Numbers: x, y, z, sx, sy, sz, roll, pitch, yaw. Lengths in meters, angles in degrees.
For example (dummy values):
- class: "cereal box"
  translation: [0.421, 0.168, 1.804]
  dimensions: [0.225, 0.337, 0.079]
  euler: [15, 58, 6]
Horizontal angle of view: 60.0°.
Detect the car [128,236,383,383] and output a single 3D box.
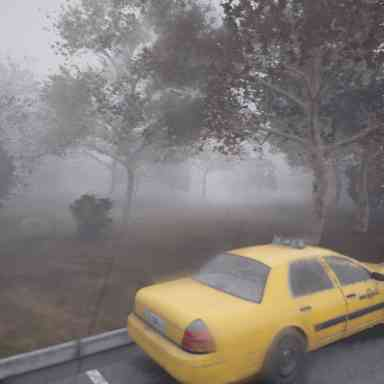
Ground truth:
- class: "car"
  translation: [1.724, 1.486, 5.277]
  dimensions: [5.366, 1.575, 1.946]
  euler: [0, 0, -33]
